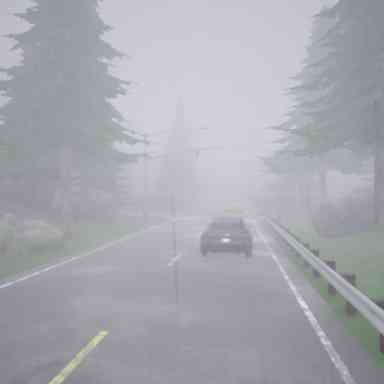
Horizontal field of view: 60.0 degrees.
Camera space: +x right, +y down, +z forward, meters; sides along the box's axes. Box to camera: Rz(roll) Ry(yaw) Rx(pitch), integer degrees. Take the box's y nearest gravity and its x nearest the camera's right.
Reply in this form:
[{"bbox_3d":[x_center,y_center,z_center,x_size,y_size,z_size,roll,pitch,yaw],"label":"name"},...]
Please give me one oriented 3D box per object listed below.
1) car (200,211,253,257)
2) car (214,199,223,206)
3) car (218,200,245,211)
[{"bbox_3d":[1.475,1.699,13.738,1.994,1.385,4.181,0,0,8],"label":"car"},{"bbox_3d":[5.851,2.162,71.802,1.882,1.535,5.008,0,-1,8],"label":"car"},{"bbox_3d":[3.529,1.759,28.757,1.882,1.535,5.008,0,0,8],"label":"car"}]
